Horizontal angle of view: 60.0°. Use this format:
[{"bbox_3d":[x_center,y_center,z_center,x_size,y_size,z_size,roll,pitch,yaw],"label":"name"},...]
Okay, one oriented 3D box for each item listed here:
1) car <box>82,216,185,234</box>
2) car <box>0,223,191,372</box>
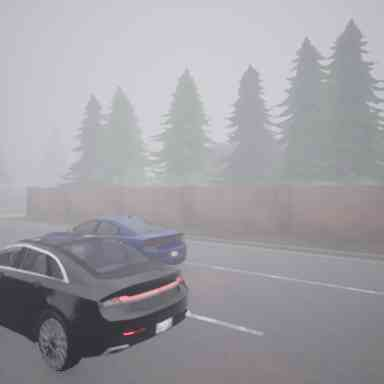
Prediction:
[{"bbox_3d":[-2.467,1.453,10.083,5.008,1.535,1.882,0,0,36],"label":"car"},{"bbox_3d":[-2.314,1.476,5.658,4.902,1.511,2.128,0,0,36],"label":"car"}]
